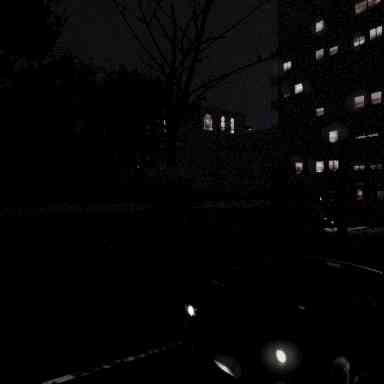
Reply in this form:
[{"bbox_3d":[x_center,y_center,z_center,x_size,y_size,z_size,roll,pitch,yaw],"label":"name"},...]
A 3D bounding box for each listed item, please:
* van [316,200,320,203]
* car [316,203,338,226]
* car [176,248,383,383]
[{"bbox_3d":[10.568,1.646,32.574,1.690,1.788,3.998,-1,0,-36],"label":"van"},{"bbox_3d":[8.399,1.801,25.727,2.033,1.411,5.357,0,-1,-36],"label":"car"},{"bbox_3d":[2.149,1.601,4.902,4.718,1.301,1.895,0,0,-35],"label":"car"}]
